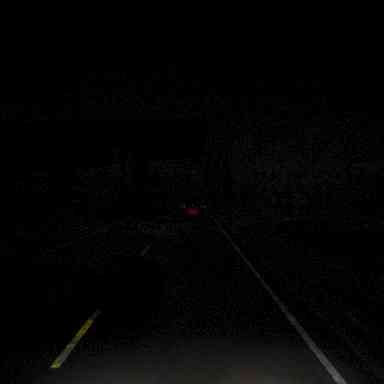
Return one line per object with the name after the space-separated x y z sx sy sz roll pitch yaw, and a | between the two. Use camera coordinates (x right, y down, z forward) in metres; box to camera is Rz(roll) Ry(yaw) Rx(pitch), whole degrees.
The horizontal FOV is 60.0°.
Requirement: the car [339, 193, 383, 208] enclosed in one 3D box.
21.171 0.954 41.010 4.605 1.855 1.932 0 0 -1 | car

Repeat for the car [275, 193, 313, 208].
12.692 1.219 40.924 3.806 1.475 1.970 0 0 -1 | car

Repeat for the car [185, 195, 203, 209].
0.109 1.354 43.787 1.837 1.490 4.892 0 0 0 | car

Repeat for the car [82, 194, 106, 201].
-19.621 1.103 66.777 4.674 1.442 1.812 0 0 0 | car

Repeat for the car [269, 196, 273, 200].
17.914 1.099 66.892 4.902 1.511 2.128 0 0 0 | car

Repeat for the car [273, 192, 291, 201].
13.284 0.923 44.251 3.866 1.878 1.905 0 0 -1 | car

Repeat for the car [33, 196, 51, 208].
-20.719 1.327 44.603 2.242 1.667 4.611 0 0 -1 | car

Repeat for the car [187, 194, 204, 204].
0.698 1.246 59.456 2.033 1.411 5.357 -1 2 13 | car

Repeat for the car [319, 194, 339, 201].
28.456 1.116 66.924 5.357 1.411 2.033 0 0 0 | car
